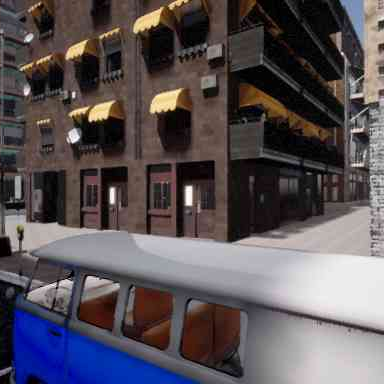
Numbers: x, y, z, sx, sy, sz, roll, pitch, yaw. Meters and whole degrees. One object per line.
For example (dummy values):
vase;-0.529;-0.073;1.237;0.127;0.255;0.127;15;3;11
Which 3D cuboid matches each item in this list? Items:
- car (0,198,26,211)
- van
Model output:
car;-19.184;1.267;35.680;1.947;1.339;4.313;1;1;35
van;0.044;1.340;2.846;3.998;1.788;1.690;0;0;35
